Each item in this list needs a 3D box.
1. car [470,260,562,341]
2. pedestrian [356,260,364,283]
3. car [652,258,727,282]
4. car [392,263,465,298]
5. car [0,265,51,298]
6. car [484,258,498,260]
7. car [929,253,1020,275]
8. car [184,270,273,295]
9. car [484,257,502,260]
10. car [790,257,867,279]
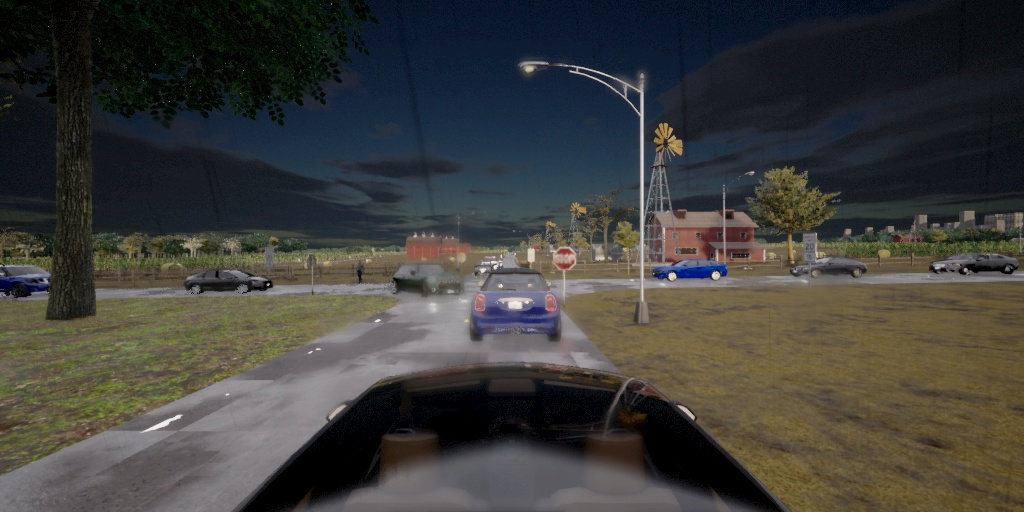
[{"bbox_3d":[0.080,1.104,10.003,2.097,1.767,4.553,0,0,0],"label":"car"},{"bbox_3d":[-12.211,1.215,28.784,0.375,1.860,0.375,0,2,0],"label":"pedestrian"},{"bbox_3d":[12.606,0.948,25.626,5.008,1.535,1.882,-1,1,-1],"label":"car"},{"bbox_3d":[-4.393,1.130,18.571,2.097,1.767,4.553,-1,0,-42],"label":"car"},{"bbox_3d":[-31.742,1.578,22.883,5.566,2.045,2.150,-1,1,1],"label":"car"},{"bbox_3d":[-2.919,1.308,38.345,2.128,1.511,4.902,0,0,0],"label":"car"},{"bbox_3d":[32.888,0.552,25.610,4.902,1.511,2.128,-1,1,0],"label":"car"},{"bbox_3d":[-17.953,1.610,22.834,4.892,1.490,1.837,-1,1,0],"label":"car"},{"bbox_3d":[-2.928,1.097,48.570,2.150,2.045,5.566,0,0,0],"label":"car"},{"bbox_3d":[22.590,0.796,25.652,4.674,1.442,1.812,-1,1,0],"label":"car"}]
